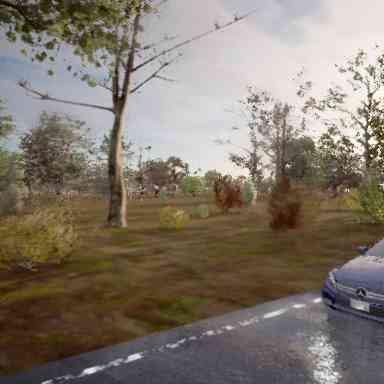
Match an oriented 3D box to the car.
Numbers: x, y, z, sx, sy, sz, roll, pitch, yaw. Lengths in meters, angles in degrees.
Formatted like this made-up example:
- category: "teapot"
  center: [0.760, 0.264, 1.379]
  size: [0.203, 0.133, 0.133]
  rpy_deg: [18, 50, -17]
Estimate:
- category: "car"
  center: [4.578, 1.556, 6.657]
  size: [4.674, 1.442, 1.812]
  rpy_deg: [0, 0, -35]
